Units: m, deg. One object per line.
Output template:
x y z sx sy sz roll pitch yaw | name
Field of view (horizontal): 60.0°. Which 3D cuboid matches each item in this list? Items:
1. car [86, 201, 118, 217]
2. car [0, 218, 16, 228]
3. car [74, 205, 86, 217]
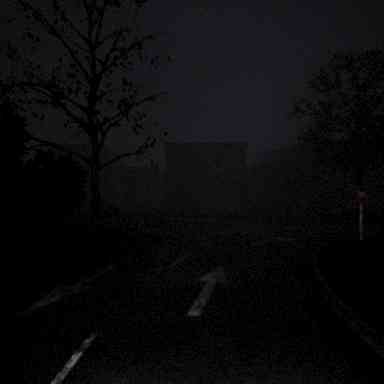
-9.775 1.802 37.287 2.185 1.767 4.553 -1 -1 1 | car
-12.167 1.620 25.121 2.435 2.045 5.566 -1 -1 1 | car
-12.806 1.996 37.367 2.097 1.535 5.008 -1 -1 1 | car
